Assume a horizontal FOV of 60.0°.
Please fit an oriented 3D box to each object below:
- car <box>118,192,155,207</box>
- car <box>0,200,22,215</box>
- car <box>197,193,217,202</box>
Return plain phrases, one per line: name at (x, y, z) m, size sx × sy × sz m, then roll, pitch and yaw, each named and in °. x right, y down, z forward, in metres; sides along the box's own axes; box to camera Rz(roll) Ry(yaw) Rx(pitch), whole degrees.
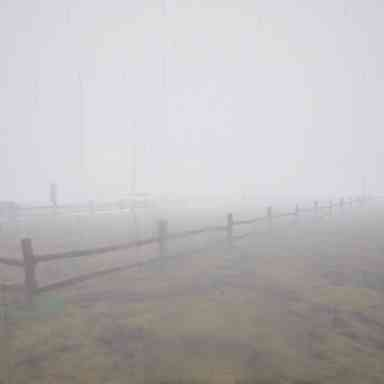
car at (-7.353, 0.995, 44.565) m, size 2.150 × 2.045 × 5.566 m, roll 0°, pitch 1°, yaw 36°
car at (-17.947, 1.491, 29.908) m, size 1.837 × 1.490 × 4.892 m, roll 0°, pitch 1°, yaw 36°
car at (2.554, 0.930, 58.115) m, size 1.994 × 1.385 × 4.181 m, roll 0°, pitch 1°, yaw 36°
